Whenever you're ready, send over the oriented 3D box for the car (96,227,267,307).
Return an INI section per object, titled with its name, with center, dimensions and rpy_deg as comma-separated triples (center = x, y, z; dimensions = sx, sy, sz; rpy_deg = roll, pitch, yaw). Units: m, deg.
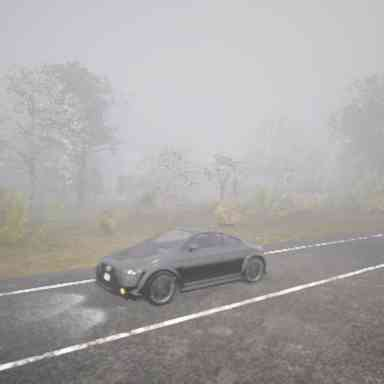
[car]
center = -0.140, 1.575, 8.074
dimensions = 4.181, 1.385, 1.994
rpy_deg = 0, 0, -36
